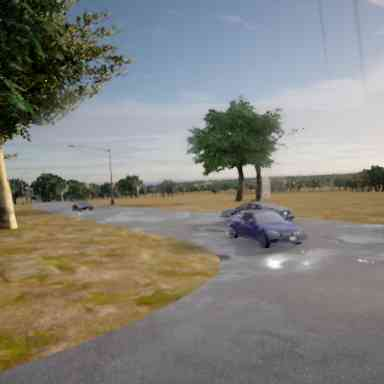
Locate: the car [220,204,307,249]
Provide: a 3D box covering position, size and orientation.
[{"bbox_3d":[3.231,1.545,15.313,1.812,1.442,4.674,-3,2,-19],"label":"car"}]

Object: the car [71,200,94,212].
[{"bbox_3d":[-14.183,1.813,42.928,2.033,1.411,5.357,-4,1,-32],"label":"car"}]

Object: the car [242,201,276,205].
[{"bbox_3d":[4.165,1.319,22.035,2.033,1.411,5.357,-6,4,-35],"label":"car"}]
